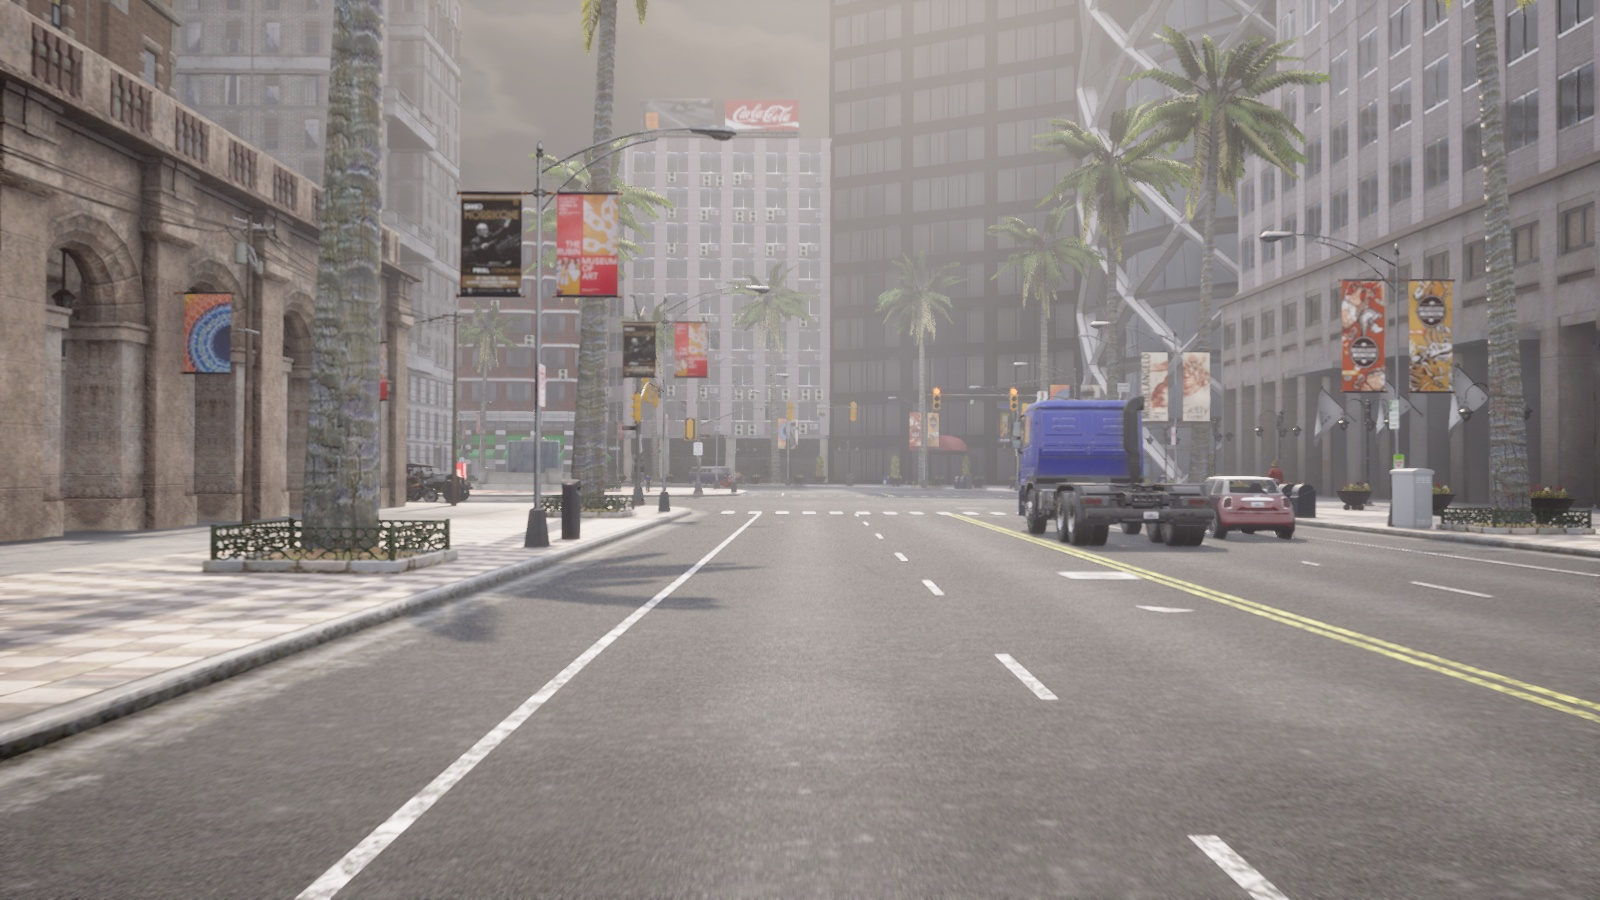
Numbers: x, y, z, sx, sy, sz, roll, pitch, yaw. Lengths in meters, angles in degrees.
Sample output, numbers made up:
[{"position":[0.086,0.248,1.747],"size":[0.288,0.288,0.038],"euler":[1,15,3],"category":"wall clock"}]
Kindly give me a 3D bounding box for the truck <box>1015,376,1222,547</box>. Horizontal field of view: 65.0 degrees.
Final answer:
[{"position":[7.164,0.300,29.538],"size":[2.891,3.462,7.936],"euler":[0,-1,0],"category":"truck"}]

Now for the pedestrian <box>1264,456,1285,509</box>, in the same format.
[{"position":[16.534,1.139,43.780],"size":[0.331,1.846,0.636],"euler":[0,-1,-18],"category":"pedestrian"}]

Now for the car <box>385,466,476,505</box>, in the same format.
[{"position":[-18.002,1.709,61.262],"size":[3.866,1.878,1.905],"euler":[0,-1,0],"category":"car"}]

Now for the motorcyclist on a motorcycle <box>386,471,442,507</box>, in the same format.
[{"position":[-17.744,1.804,57.759],"size":[2.350,1.649,0.766],"euler":[0,-1,0],"category":"motorcyclist on a motorcycle"}]

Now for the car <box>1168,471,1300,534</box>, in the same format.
[{"position":[10.681,1.260,31.192],"size":[1.970,1.475,3.806],"euler":[0,-1,0],"category":"car"}]
